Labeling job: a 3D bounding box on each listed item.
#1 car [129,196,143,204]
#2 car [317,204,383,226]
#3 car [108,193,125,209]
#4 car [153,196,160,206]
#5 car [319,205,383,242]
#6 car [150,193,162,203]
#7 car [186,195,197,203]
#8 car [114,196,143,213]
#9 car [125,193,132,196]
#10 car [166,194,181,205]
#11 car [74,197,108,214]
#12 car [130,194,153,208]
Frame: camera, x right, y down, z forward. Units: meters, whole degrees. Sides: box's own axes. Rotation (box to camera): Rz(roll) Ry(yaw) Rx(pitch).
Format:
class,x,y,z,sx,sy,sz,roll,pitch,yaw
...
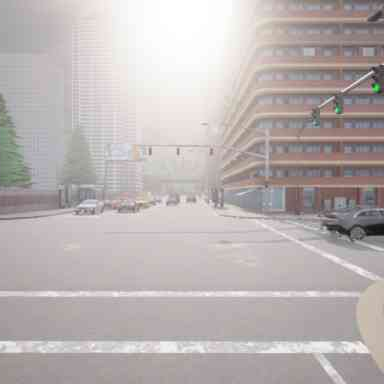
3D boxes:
class,x,y,z,sx,sy,sz,roll,pitch,yaw
car,-10.646,1.505,64.025,1.837,1.490,4.892,0,0,0
car,11.385,1.545,23.200,4.718,1.301,1.895,0,0,-13
car,-10.669,1.352,43.879,2.097,1.767,4.553,0,0,0
car,-7.175,1.491,56.588,2.128,1.511,4.902,0,0,0
car,8.479,1.434,15.468,4.902,1.511,2.128,0,0,-6
car,-7.132,1.526,66.812,1.812,1.442,4.674,0,0,0
car,-0.112,1.350,69.683,2.097,1.767,4.553,0,0,0
car,-7.145,1.526,37.770,1.812,1.442,4.674,0,0,0
car,-10.679,1.221,53.608,2.150,2.045,5.566,0,0,0
car,-3.493,1.547,58.193,2.033,1.411,5.357,0,0,0
car,-10.655,1.526,34.933,1.812,1.442,4.674,0,0,2
car,-7.173,1.477,47.109,1.882,1.535,5.008,0,0,0
